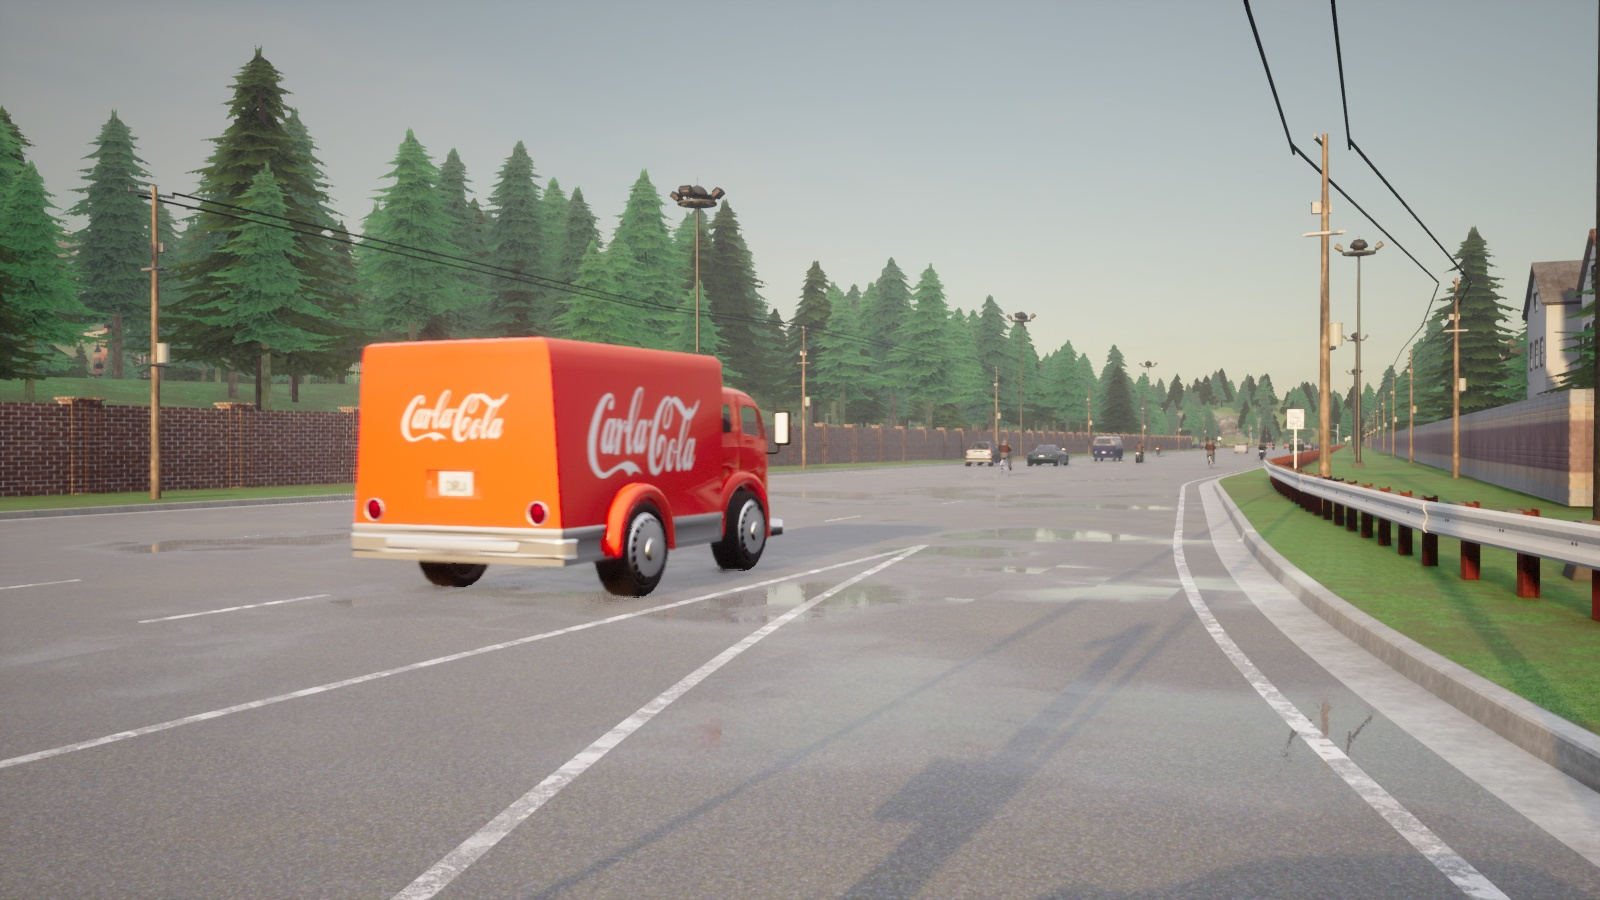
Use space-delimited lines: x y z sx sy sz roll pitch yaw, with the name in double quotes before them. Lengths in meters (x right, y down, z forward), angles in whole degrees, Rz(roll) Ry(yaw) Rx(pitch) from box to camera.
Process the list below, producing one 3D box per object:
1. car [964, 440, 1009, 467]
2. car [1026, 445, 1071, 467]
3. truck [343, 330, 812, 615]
"car" 11.838 0.203 79.643 1.851 1.617 3.988 0 0 24
"car" 15.885 0.369 80.130 1.994 1.385 4.181 0 0 24
"truck" -2.090 0.180 13.773 2.627 2.467 5.204 0 0 23
